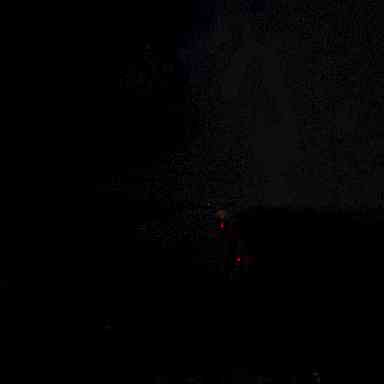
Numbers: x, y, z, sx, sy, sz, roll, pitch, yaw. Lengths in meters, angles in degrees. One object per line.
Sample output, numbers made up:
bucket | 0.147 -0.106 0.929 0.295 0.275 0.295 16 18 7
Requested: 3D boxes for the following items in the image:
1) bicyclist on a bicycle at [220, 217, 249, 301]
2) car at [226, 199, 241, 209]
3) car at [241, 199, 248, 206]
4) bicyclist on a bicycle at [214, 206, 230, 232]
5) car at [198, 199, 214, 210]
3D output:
bicyclist on a bicycle | 1.013 1.477 7.435 0.582 1.620 1.656 0 -1 2
car | 6.870 2.016 56.631 1.837 1.490 4.892 0 -1 13
car | 11.086 2.316 72.826 2.033 1.411 5.357 0 -1 18
bicyclist on a bicycle | 1.563 1.522 17.238 0.866 1.612 1.509 0 0 4
car | 2.183 1.872 50.205 1.882 1.535 5.008 0 -1 12
